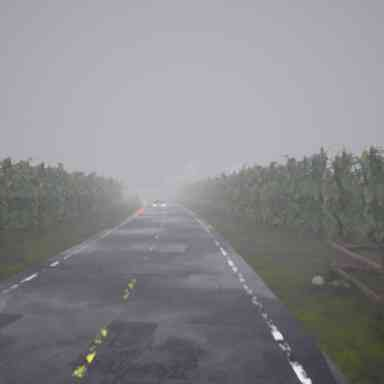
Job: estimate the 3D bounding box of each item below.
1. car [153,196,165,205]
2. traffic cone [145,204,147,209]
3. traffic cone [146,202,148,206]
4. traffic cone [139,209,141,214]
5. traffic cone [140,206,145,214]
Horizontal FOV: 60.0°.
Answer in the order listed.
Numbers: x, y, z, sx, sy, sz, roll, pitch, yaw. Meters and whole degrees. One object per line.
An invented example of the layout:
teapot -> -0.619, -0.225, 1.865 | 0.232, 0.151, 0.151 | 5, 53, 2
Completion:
car -> -5.946, 1.447, 60.007 | 1.882, 1.535, 5.008 | 0, 0, -8
traffic cone -> -5.755, 1.936, 39.344 | 0.340, 0.580, 0.340 | 0, 0, -5
traffic cone -> -6.253, 1.933, 44.291 | 0.340, 0.580, 0.340 | 0, 0, -6
traffic cone -> -4.932, 1.942, 29.435 | 0.340, 0.580, 0.340 | 0, 0, -4
traffic cone -> -5.315, 1.939, 34.391 | 0.340, 0.580, 0.340 | 0, 0, -5
